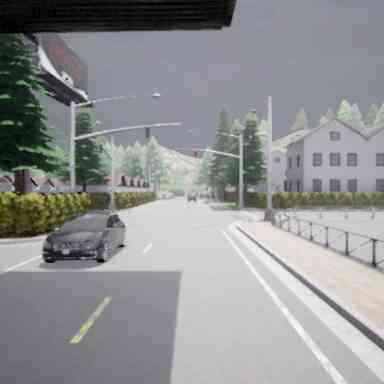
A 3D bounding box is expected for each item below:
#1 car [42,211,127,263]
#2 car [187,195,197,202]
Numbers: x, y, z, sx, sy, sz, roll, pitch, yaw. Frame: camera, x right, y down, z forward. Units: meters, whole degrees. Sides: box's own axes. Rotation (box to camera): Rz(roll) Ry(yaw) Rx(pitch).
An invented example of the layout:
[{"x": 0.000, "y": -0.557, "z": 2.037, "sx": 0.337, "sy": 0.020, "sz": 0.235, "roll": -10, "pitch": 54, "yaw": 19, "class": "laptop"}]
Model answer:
[{"x": -3.571, "y": 1.478, "z": 11.878, "sx": 1.837, "sy": 1.490, "sz": 4.892, "roll": 0, "pitch": 0, "yaw": 0, "class": "car"}, {"x": -0.007, "y": 1.315, "z": 68.732, "sx": 1.837, "sy": 1.490, "sz": 4.892, "roll": 0, "pitch": 0, "yaw": 0, "class": "car"}]
